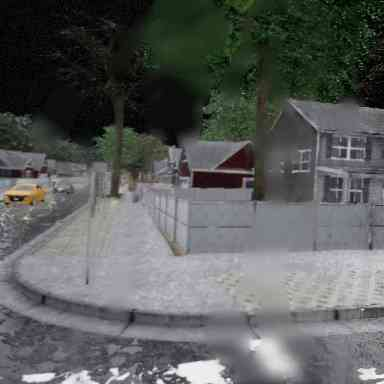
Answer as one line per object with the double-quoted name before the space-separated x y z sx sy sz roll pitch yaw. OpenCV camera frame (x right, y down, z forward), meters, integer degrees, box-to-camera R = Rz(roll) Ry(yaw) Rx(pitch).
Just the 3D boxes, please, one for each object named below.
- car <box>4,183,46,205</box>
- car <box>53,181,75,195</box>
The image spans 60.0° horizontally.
"car" -12.417 0.094 25.053 1.882 1.535 5.008 2 2 -11
"car" -15.269 -0.538 39.786 2.128 1.511 4.902 2 2 -11
